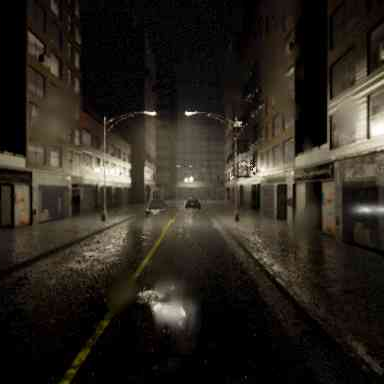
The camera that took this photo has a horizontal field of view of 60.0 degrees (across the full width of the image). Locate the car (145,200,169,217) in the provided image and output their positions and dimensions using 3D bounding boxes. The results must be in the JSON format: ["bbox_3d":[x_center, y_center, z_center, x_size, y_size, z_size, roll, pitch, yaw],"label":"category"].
[{"bbox_3d":[-3.086,1.476,30.273,1.812,1.442,4.674,0,0,0],"label":"car"}]

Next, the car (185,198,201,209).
[{"bbox_3d":[0.115,1.500,44.294,1.994,1.385,4.181,0,0,0],"label":"car"}]
